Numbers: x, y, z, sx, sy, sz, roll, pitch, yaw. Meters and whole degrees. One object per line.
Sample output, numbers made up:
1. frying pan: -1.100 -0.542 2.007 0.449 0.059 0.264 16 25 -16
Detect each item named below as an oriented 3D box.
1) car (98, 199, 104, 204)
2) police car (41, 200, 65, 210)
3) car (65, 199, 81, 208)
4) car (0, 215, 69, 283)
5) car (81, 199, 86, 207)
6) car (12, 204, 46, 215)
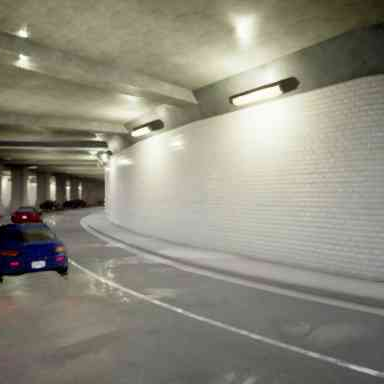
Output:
1. car: -23.852 2.537 88.985 1.994 1.385 4.181 0 -1 -3
2. police car: -22.827 2.091 53.691 1.930 1.638 5.238 0 -1 -3
3. car: -23.335 2.331 63.566 1.812 1.442 4.674 0 -1 -3
4. car: -5.109 1.651 10.138 1.812 1.442 4.674 1 -1 -35
5. car: -23.642 2.241 69.530 2.097 1.767 4.553 0 -1 -3
6. car: -13.298 1.891 26.920 1.994 1.385 4.181 1 -1 -20
